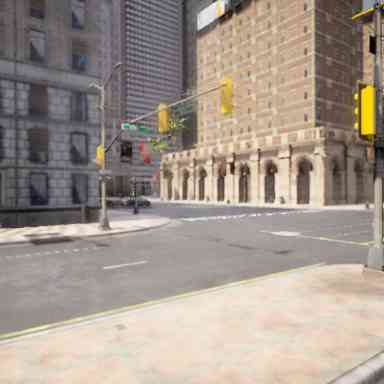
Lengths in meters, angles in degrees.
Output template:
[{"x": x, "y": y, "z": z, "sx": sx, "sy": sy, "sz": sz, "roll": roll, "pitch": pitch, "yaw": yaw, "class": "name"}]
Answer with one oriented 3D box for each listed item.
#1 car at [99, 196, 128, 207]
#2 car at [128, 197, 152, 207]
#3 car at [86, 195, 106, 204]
[{"x": -11.179, "y": 1.388, "z": 47.122, "sx": 1.812, "sy": 1.442, "sz": 4.674, "roll": -1, "pitch": 0, "yaw": -35, "class": "car"}, {"x": -7.845, "y": 1.383, "z": 48.464, "sx": 2.033, "sy": 1.411, "sz": 5.357, "roll": -1, "pitch": 0, "yaw": -35, "class": "car"}, {"x": -18.252, "y": 1.384, "z": 63.344, "sx": 2.033, "sy": 1.411, "sz": 5.357, "roll": -1, "pitch": 0, "yaw": -35, "class": "car"}]
